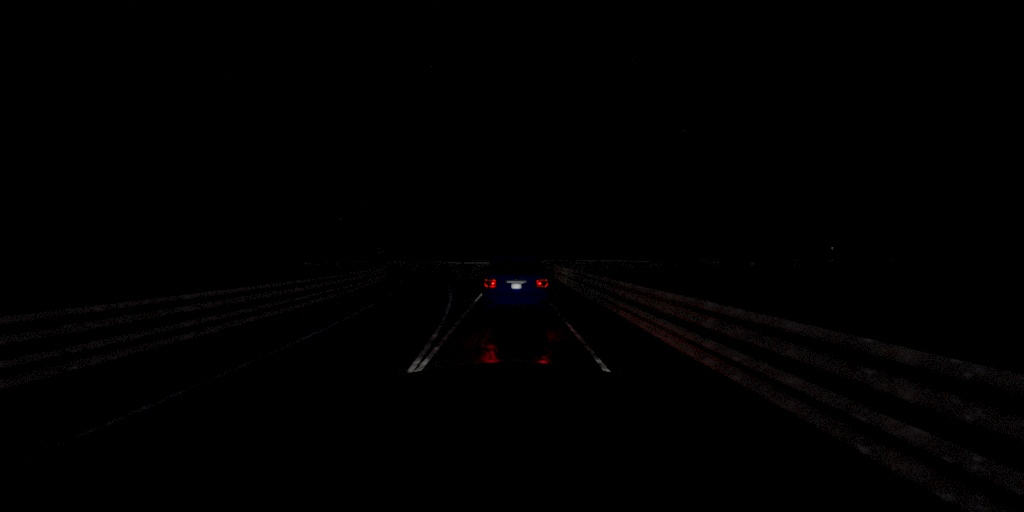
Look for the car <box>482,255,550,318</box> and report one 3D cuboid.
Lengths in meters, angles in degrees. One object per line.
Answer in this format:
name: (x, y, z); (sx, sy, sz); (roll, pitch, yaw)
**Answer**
car: (0.125, 1.002, 13.320); (2.150, 2.045, 5.566); (0, 0, 0)
